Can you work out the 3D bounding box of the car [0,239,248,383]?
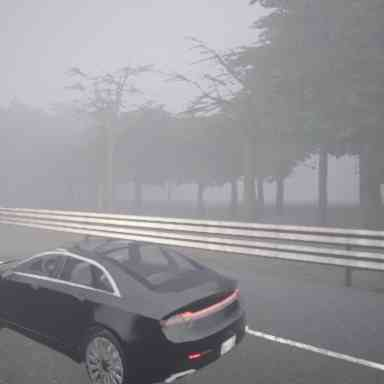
[{"bbox_3d":[-1.551,1.495,5.159,4.902,1.511,2.128,0,0,36],"label":"car"}]
